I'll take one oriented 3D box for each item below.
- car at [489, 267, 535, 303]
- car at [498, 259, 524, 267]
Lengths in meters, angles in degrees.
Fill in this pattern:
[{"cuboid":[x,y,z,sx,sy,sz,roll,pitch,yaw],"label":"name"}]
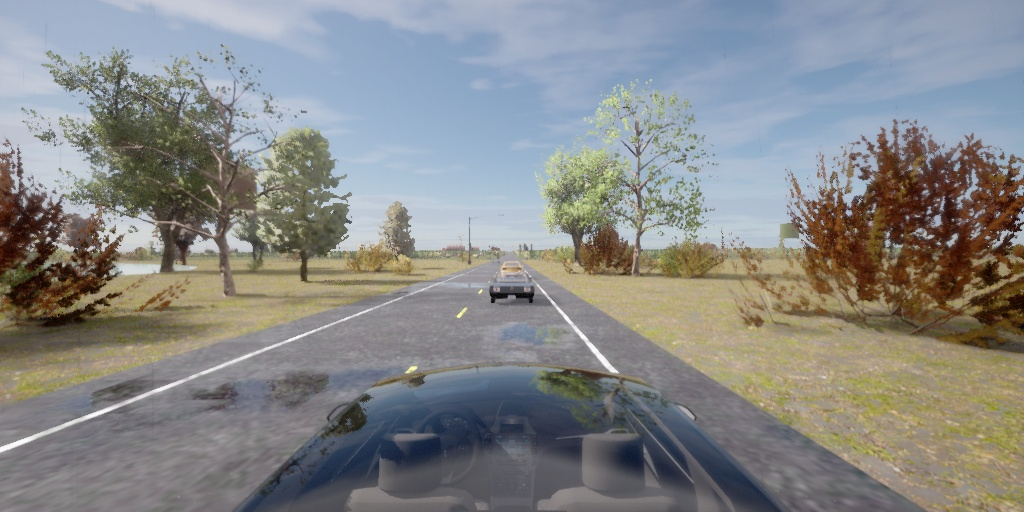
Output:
[{"cuboid":[0.000,1.359,16.530,1.895,1.301,4.718,0,0,0],"label":"car"},{"cuboid":[0.000,1.215,31.499,1.882,1.535,5.008,0,0,0],"label":"car"}]
